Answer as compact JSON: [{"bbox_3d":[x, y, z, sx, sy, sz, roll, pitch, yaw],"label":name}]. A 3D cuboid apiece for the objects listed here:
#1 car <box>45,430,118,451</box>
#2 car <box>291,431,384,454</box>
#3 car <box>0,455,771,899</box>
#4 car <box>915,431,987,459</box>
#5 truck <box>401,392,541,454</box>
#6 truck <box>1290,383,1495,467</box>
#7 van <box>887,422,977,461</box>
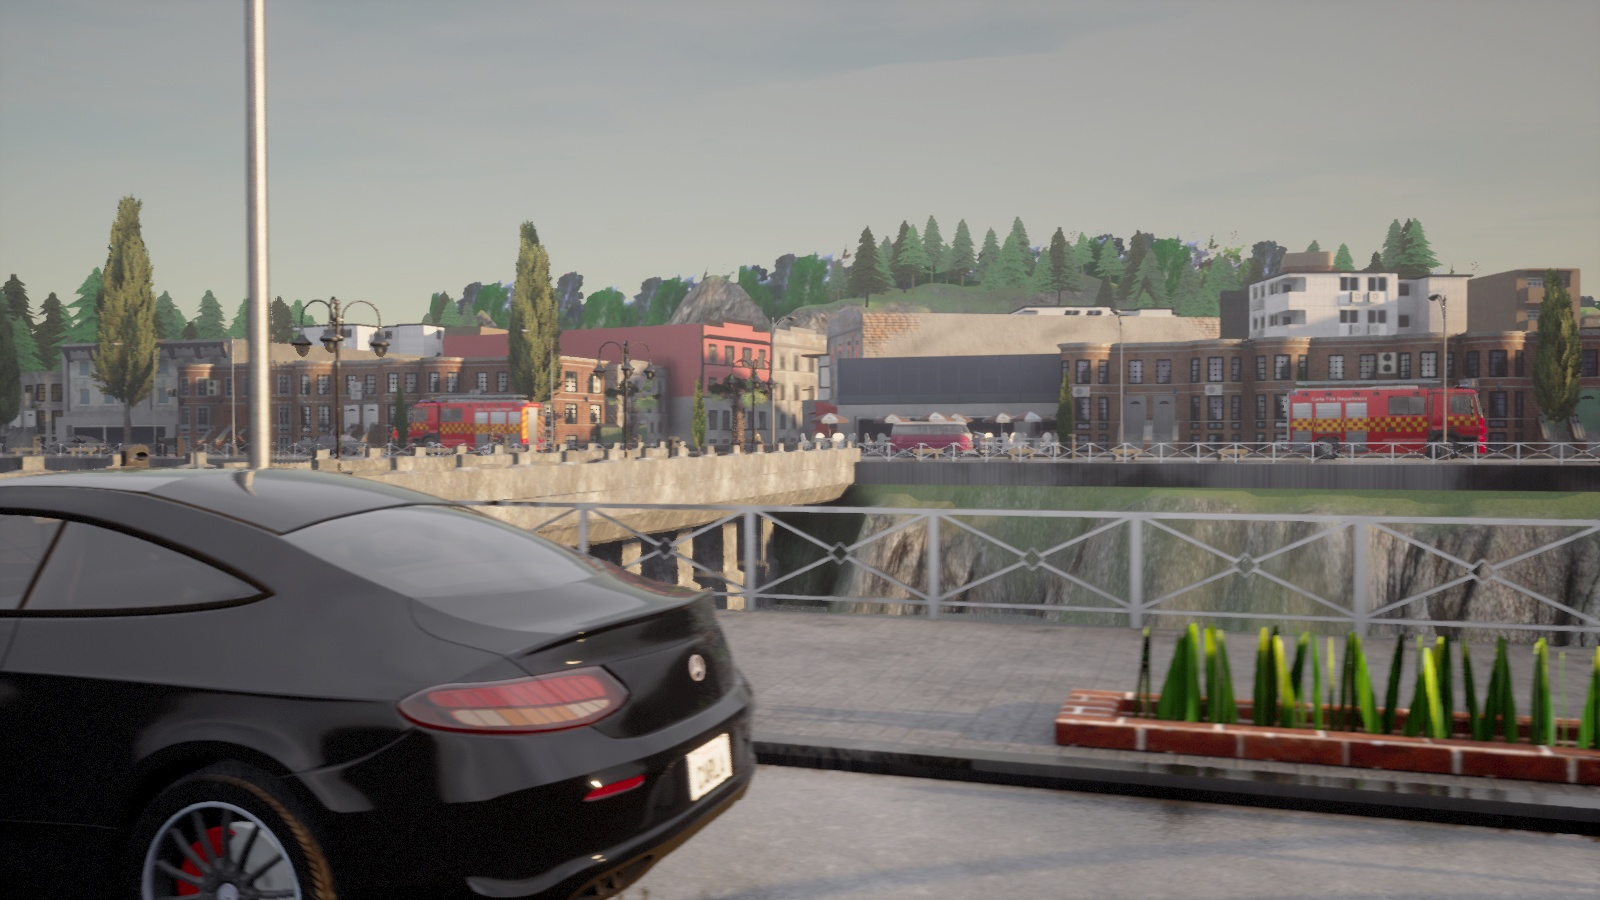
[{"bbox_3d":[-48.701,-0.656,85.112,4.181,1.385,1.994,1,1,19],"label":"car"},{"bbox_3d":[-28.899,-0.492,78.468,5.357,1.411,2.033,1,1,19],"label":"car"},{"bbox_3d":[-2.615,0.769,4.598,4.674,1.442,1.812,1,1,19],"label":"car"},{"bbox_3d":[8.431,-0.287,70.186,3.705,1.549,1.789,1,1,18],"label":"car"},{"bbox_3d":[-20.952,-1.698,80.009,8.468,3.827,2.891,1,1,19],"label":"truck"},{"bbox_3d":[27.807,-1.185,59.438,8.468,3.827,2.891,1,1,18],"label":"truck"},{"bbox_3d":[6.992,-0.458,66.429,4.442,1.987,1.775,1,1,19],"label":"van"}]
